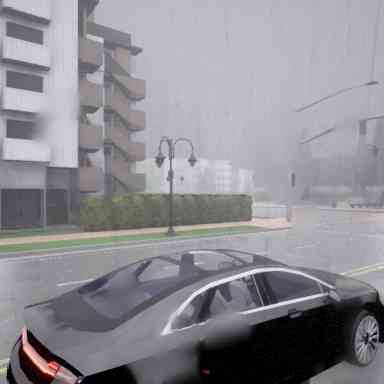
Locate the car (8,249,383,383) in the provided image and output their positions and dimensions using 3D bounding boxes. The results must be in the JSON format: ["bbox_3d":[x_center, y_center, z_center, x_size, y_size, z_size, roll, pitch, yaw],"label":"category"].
[{"bbox_3d":[0.520,1.492,4.128,4.902,1.511,2.128,0,0,-35],"label":"car"}]
